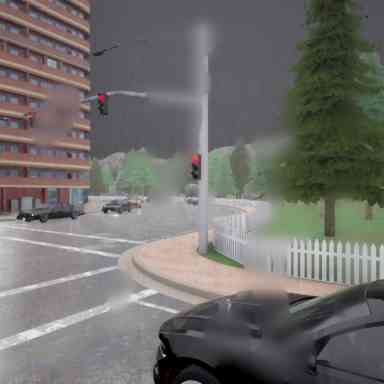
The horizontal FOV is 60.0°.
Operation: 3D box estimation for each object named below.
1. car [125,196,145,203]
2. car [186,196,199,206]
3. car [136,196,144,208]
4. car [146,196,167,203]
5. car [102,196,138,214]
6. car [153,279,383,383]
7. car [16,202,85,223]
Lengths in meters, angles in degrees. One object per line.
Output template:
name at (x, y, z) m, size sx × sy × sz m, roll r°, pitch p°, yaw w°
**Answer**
car at (-11.783, 1.470, 68.722) m, size 4.674 × 1.442 × 1.812 m, roll 0°, pitch 0°, yaw 44°
car at (0.496, 1.470, 55.008) m, size 1.812 × 1.442 × 4.674 m, roll 0°, pitch 0°, yaw -19°
car at (-8.096, 1.296, 45.682) m, size 2.097 × 1.767 × 4.553 m, roll 0°, pitch 0°, yaw -11°
car at (-7.498, 1.491, 69.279) m, size 2.033 × 1.411 × 5.357 m, roll 0°, pitch 0°, yaw -42°
car at (-7.797, 1.492, 35.386) m, size 2.033 × 1.411 × 5.357 m, roll 0°, pitch 0°, yaw 7°
car at (1.899, 1.478, 2.635) m, size 5.008 × 1.535 × 1.882 m, roll 0°, pitch 0°, yaw 36°
car at (-10.616, 1.492, 25.567) m, size 2.033 × 1.411 × 5.357 m, roll 0°, pitch 0°, yaw 24°
